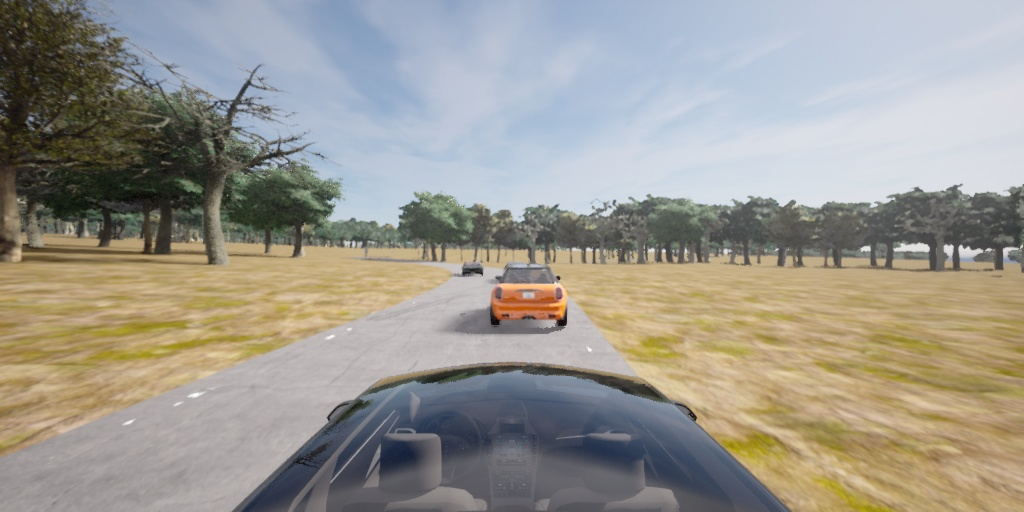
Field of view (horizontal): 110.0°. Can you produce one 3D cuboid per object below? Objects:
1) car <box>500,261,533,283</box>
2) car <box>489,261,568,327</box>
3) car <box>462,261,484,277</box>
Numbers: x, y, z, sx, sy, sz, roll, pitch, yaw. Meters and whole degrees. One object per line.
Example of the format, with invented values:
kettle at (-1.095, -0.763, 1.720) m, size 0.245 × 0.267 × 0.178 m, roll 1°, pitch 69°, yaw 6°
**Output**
car at (0.239, 1.116, 26.961) m, size 2.033 × 1.411 × 5.357 m, roll 0°, pitch 0°, yaw -4°
car at (0.512, 1.019, 11.382) m, size 2.097 × 1.767 × 4.553 m, roll 0°, pitch 0°, yaw 2°
car at (-3.544, 1.130, 32.327) m, size 1.895 × 1.301 × 4.718 m, roll 0°, pitch 0°, yaw -8°
